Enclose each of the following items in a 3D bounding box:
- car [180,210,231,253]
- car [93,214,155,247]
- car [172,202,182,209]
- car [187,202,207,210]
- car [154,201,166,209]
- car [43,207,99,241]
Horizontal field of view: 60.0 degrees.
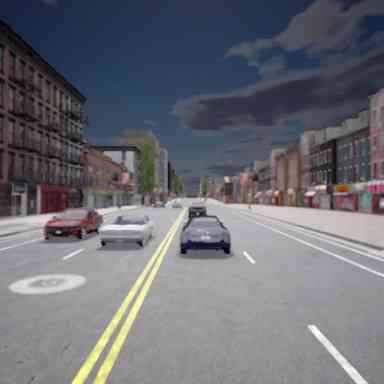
[{"bbox_3d":[0.509,1.669,14.173,1.994,1.385,4.181,0,-1,0],"label":"car"},{"bbox_3d":[-2.935,1.720,15.752,1.895,1.301,4.718,0,-1,0],"label":"car"},{"bbox_3d":[-2.765,2.446,61.795,1.895,1.301,4.718,0,-1,0],"label":"car"},{"bbox_3d":[0.541,1.849,34.283,1.837,1.490,4.892,0,-1,0],"label":"car"},{"bbox_3d":[-6.015,2.400,61.831,1.812,1.442,4.674,0,-1,0],"label":"car"},{"bbox_3d":[-6.183,1.619,17.898,1.882,1.535,5.008,0,-1,0],"label":"car"}]
